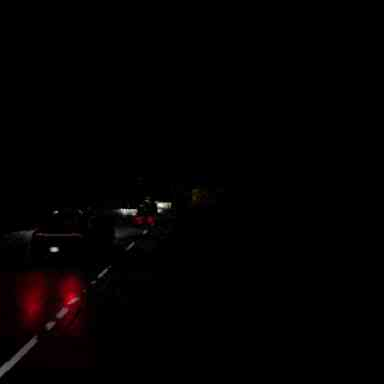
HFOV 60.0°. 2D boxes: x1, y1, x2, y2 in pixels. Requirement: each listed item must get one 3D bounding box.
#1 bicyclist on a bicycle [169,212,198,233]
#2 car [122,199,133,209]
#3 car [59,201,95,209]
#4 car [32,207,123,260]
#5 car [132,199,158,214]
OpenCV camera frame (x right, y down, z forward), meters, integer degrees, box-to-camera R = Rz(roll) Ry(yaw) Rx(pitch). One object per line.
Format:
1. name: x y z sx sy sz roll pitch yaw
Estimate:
1. bicyclist on a bicycle: -0.511 1.539 19.046 1.656 1.620 0.582 -1 0 -1
2. car: -8.691 1.736 47.304 1.994 1.385 4.181 0 0 -1
3. car: -8.219 1.420 23.761 2.097 1.767 4.553 0 0 -1
4. car: -4.253 1.545 12.581 2.128 1.511 4.902 0 0 -1
5. car: -4.819 1.625 36.307 2.128 1.511 4.902 0 0 -1
